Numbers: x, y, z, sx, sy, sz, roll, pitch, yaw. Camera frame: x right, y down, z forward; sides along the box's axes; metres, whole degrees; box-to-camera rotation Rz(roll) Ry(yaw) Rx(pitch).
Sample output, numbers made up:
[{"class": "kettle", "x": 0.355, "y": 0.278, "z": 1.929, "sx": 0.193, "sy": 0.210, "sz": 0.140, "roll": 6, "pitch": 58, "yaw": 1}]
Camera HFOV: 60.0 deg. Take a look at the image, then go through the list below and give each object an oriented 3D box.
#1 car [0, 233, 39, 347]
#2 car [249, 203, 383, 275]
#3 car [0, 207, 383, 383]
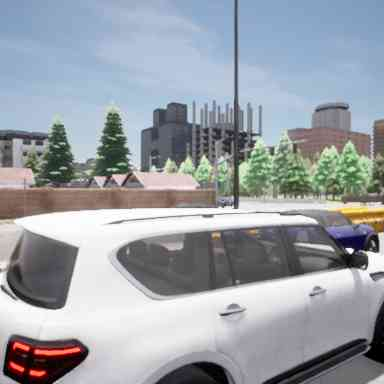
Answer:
[{"class": "car", "x": -5.130, "y": 1.549, "z": 4.384, "sx": 5.357, "sy": 1.411, "sz": 2.033, "roll": 0, "pitch": 0, "yaw": -36}, {"class": "car", "x": 4.274, "y": 1.344, "z": 11.083, "sx": 4.553, "sy": 1.767, "sz": 2.097, "roll": 0, "pitch": 0, "yaw": -35}, {"class": "car", "x": 0.581, "y": 1.217, "z": 4.157, "sx": 5.566, "sy": 2.045, "sz": 2.150, "roll": 0, "pitch": 0, "yaw": -35}]
